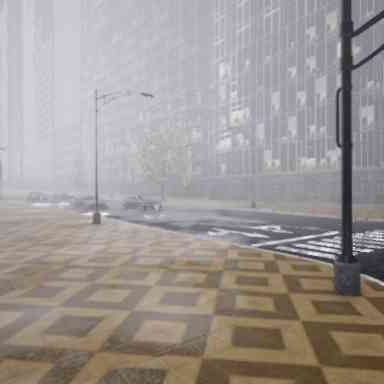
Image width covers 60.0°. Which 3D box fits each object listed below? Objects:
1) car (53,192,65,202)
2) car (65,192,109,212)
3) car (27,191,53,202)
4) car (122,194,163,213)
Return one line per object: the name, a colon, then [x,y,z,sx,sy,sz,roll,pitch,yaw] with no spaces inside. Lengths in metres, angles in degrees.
car: [-18.248,0.674,46.967,1.895,1.301,4.718,0,1,-38]
car: [-9.499,0.974,30.381,2.033,1.411,5.357,0,1,-38]
car: [-21.175,0.587,45.442,2.128,1.511,4.902,0,1,-38]
car: [-4.378,0.978,29.126,2.128,1.511,4.902,0,1,-38]
